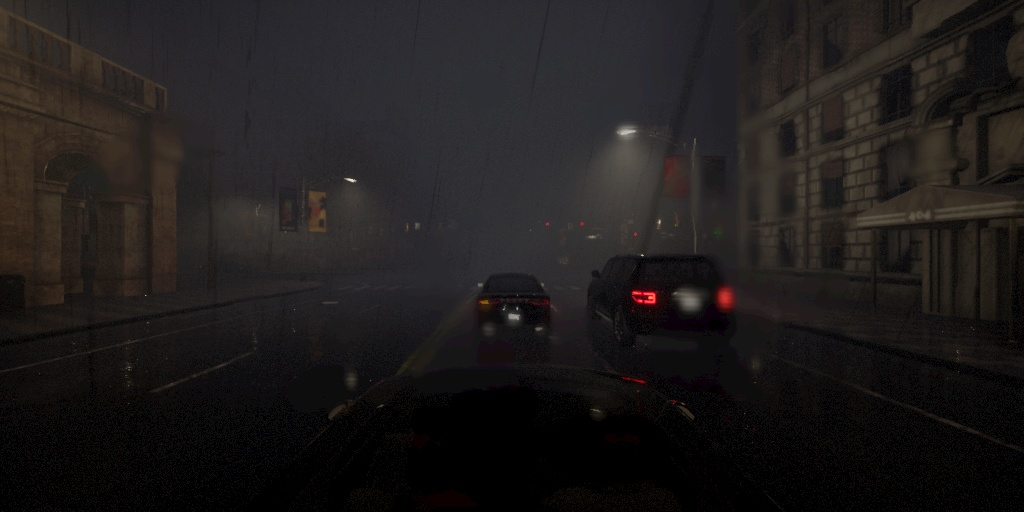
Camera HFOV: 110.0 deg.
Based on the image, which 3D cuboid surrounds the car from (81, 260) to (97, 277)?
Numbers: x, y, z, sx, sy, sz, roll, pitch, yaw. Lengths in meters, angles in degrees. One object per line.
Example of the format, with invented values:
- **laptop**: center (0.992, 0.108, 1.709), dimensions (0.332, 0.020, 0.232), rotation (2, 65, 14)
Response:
- **car**: center (-44.164, 1.333, 35.674), dimensions (4.718, 1.301, 1.895), rotation (0, 0, 0)

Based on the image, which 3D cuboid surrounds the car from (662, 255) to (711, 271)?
- **car**: center (23.182, 0.948, 47.781), dimensions (5.566, 2.045, 2.150), rotation (0, 0, 0)

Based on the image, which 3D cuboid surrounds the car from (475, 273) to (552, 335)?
- **car**: center (-0.011, 1.223, 10.494), dimensions (1.882, 1.535, 5.008), rotation (0, 0, -2)

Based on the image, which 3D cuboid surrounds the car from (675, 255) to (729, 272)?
- **car**: center (23.388, 0.950, 44.270), dimensions (5.566, 2.045, 2.150), rotation (0, 0, 1)

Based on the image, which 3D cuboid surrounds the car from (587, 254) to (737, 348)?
- **car**: center (3.455, 0.967, 9.414), dimensions (2.150, 2.045, 5.566), rotation (0, 0, 2)

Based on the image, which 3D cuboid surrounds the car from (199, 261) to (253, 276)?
- **car**: center (-28.500, 1.258, 35.765), dimensions (4.674, 1.442, 1.812), rotation (0, 0, 0)

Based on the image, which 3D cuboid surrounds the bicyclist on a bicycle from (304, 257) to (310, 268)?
- **bicyclist on a bicycle**: center (-31.577, 1.023, 55.228), dimensions (0.582, 1.620, 1.656), rotation (0, 0, 0)
